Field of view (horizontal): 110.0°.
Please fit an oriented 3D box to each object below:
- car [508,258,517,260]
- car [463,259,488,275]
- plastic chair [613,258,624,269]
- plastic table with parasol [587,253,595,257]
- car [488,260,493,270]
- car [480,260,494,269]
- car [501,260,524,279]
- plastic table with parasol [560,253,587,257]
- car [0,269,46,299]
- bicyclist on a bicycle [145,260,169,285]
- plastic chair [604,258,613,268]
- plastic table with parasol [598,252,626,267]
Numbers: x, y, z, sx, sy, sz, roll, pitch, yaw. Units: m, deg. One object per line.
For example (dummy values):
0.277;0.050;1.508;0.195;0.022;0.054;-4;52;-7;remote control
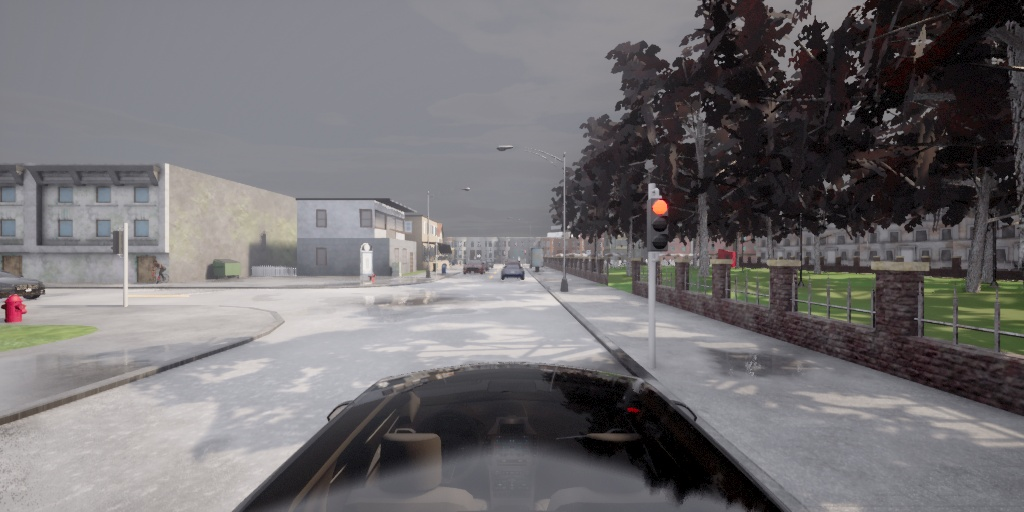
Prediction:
0.091;1.101;50.322;2.097;1.767;4.553;0;0;0;car
-4.109;1.102;39.527;2.097;1.767;4.553;0;0;0;car
16.012;1.296;54.021;0.750;1.272;0.730;0;0;-40;plastic chair
14.655;0.673;63.233;2.482;2.480;2.482;0;0;-42;plastic table with parasol
-4.108;1.297;49.042;2.033;1.411;5.357;0;0;0;car
-4.087;1.314;58.893;1.994;1.385;4.181;0;0;0;car
0.064;1.314;31.953;1.994;1.385;4.181;0;0;0;car
9.959;0.684;57.757;2.482;2.480;2.482;0;0;-40;plastic table with parasol
-23.656;1.255;15.746;4.892;1.490;1.837;0;0;0;car
-23.867;1.098;24.144;0.582;1.620;1.656;0;0;0;bicyclist on a bicycle
14.306;1.306;54.117;0.730;1.272;0.750;0;0;-35;plastic chair
15.279;0.694;55.020;2.482;2.480;2.482;0;0;-40;plastic table with parasol
